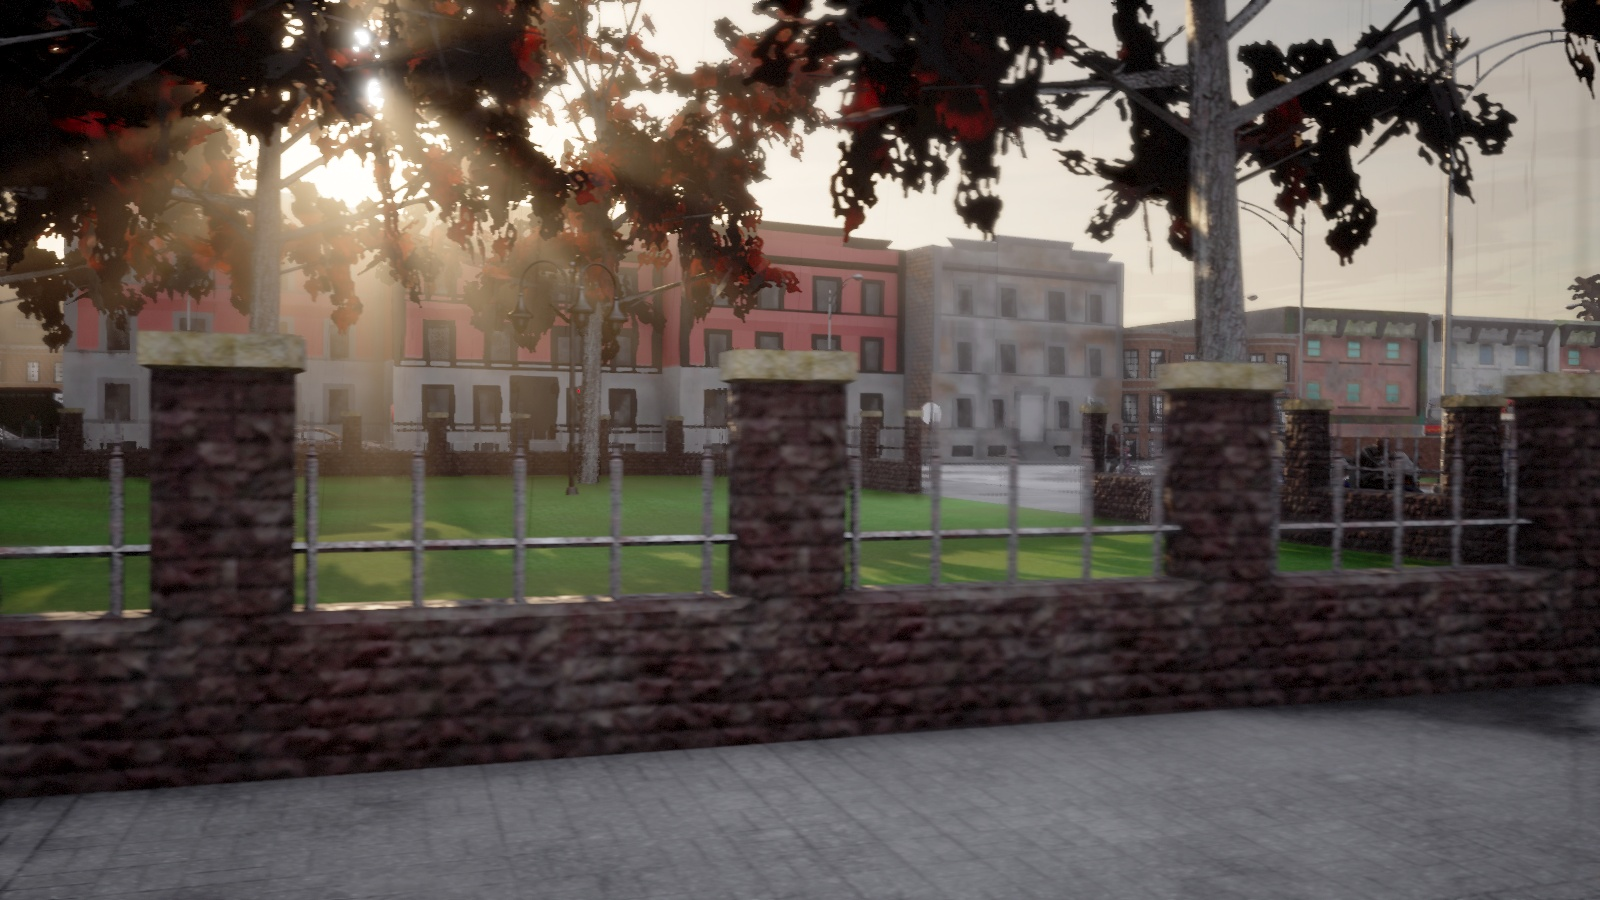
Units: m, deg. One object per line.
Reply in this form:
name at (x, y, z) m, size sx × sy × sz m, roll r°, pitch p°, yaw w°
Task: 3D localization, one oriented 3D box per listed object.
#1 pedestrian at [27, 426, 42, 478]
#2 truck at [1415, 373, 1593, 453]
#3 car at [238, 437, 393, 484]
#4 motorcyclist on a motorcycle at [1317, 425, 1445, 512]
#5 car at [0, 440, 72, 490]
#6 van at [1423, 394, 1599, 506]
pedestrian at (-28.857, 0.072, 47.316) m, size 0.423 × 1.949 × 0.788 m, roll -1°, pitch 1°, yaw -33°
truck at (35.454, -1.867, 63.258) m, size 8.468 × 3.827 × 2.891 m, roll -1°, pitch 1°, yaw -18°
car at (-16.038, 0.321, 41.819) m, size 4.674 × 1.442 × 1.812 m, roll -1°, pitch 1°, yaw -18°
motorcyclist on a motorcycle at (10.740, 0.308, 23.308) m, size 0.866 × 1.530 × 2.191 m, roll -1°, pitch 1°, yaw -20°
car at (-25.402, 0.469, 38.667) m, size 4.892 × 1.490 × 1.837 m, roll -1°, pitch 1°, yaw -19°
van at (14.544, -0.040, 24.451) m, size 1.775 × 1.987 × 4.442 m, roll -1°, pitch 1°, yaw -16°
